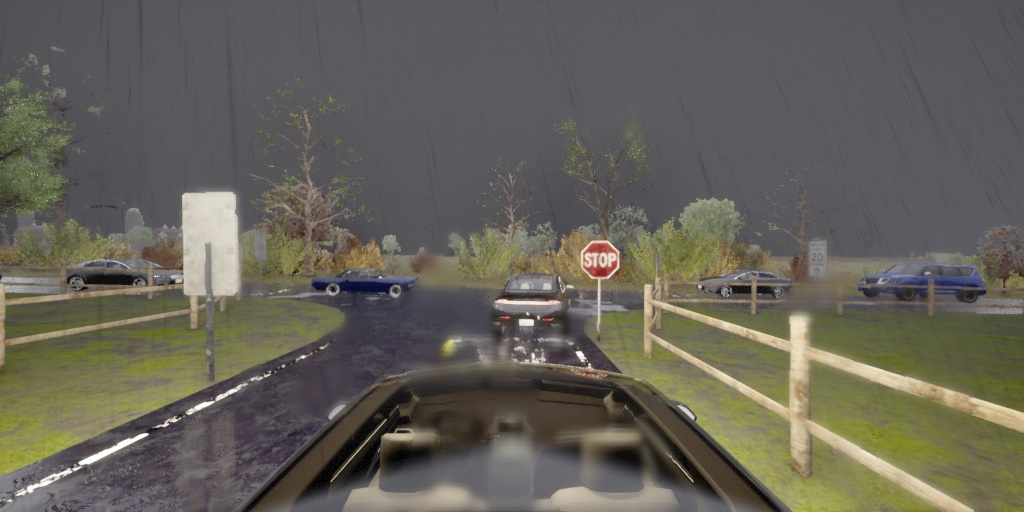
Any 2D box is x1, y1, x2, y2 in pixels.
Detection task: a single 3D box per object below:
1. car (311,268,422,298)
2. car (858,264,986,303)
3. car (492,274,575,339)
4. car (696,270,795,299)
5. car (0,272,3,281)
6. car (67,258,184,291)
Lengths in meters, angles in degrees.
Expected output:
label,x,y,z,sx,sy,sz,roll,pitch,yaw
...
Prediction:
label,x,y,z,sx,sy,sz,roll,pitch,yaw
car,-6.812,1.247,17.242,4.718,1.301,1.895,1,1,0
car,22.911,1.465,20.138,5.566,2.045,2.150,1,1,0
car,0.712,1.239,10.205,2.128,1.511,4.902,0,0,9
car,13.015,1.523,20.156,4.902,1.511,2.128,1,1,0
car,-27.784,0.716,17.280,4.674,1.442,1.812,1,1,0
car,-18.480,0.884,17.266,4.902,1.511,2.128,1,1,0
